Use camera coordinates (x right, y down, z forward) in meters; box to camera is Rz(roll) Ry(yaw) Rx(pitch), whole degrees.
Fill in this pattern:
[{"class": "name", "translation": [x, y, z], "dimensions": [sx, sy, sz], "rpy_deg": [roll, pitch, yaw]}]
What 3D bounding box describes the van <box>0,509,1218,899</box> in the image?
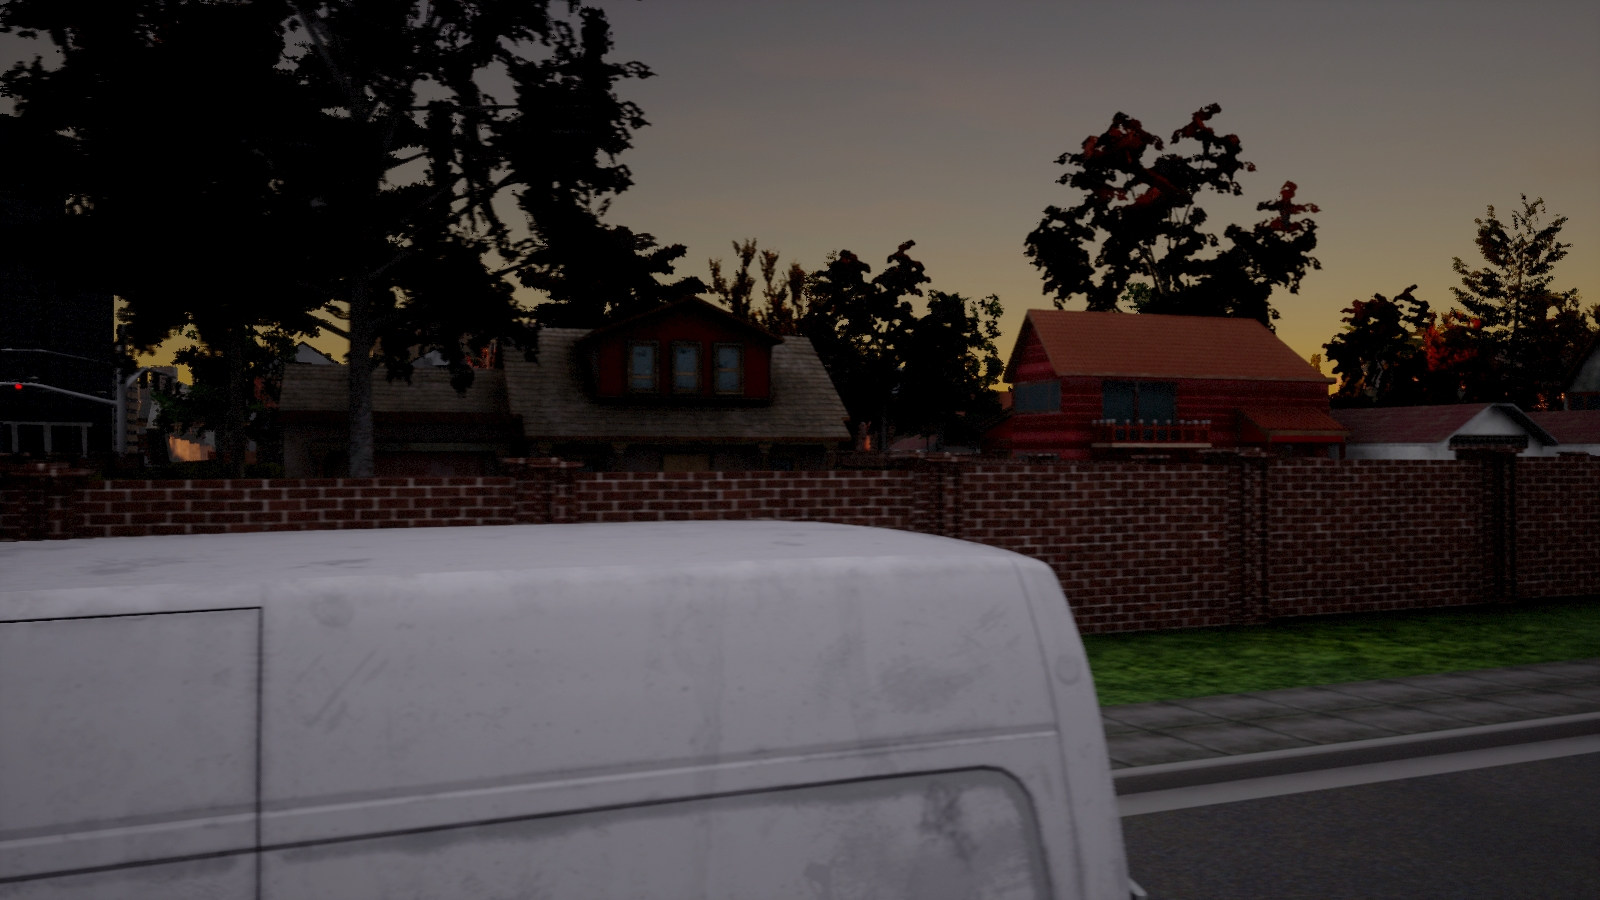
[{"class": "van", "translation": [-2.173, 1.532, 2.502], "dimensions": [5.915, 2.561, 1.988], "rpy_deg": [0, 0, -20]}]
